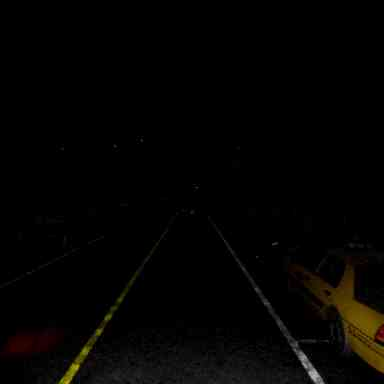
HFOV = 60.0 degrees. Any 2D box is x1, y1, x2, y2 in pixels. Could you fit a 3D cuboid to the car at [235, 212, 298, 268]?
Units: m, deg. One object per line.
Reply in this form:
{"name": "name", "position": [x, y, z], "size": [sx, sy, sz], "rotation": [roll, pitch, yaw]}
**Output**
{"name": "car", "position": [2.762, 1.556, 11.010], "size": [1.947, 1.339, 4.313], "rotation": [0, 0, 0]}

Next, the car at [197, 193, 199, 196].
{"name": "car", "position": [3.039, 1.506, 83.782], "size": [2.008, 1.369, 4.403], "rotation": [0, 0, 1]}

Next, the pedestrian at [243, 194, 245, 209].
{"name": "pedestrian", "position": [6.128, 1.113, 39.048], "size": [0.375, 1.860, 0.375], "rotation": [0, 0, 0]}

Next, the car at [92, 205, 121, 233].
{"name": "car", "position": [-5.764, 1.528, 19.686], "size": [1.887, 1.381, 4.507], "rotation": [0, 0, 0]}

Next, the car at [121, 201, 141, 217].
{"name": "car", "position": [-5.767, 1.527, 30.576], "size": [2.008, 1.369, 4.403], "rotation": [0, 0, 0]}

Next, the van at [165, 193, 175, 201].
{"name": "van", "position": [-5.535, 1.297, 78.343], "size": [1.690, 1.788, 3.998], "rotation": [0, 0, 1]}

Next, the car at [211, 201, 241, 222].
{"name": "car", "position": [2.760, 1.530, 25.581], "size": [2.008, 1.369, 4.403], "rotation": [0, 0, 0]}

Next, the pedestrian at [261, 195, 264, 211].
{"name": "pedestrian", "position": [8.128, 1.219, 38.448], "size": [0.375, 1.860, 0.375], "rotation": [0, 0, 0]}

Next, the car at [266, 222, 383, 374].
{"name": "car", "position": [2.763, 1.520, 5.766], "size": [1.752, 1.417, 4.829], "rotation": [0, 0, 0]}

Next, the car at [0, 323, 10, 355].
{"name": "car", "position": [-3.102, 1.546, 1.618], "size": [2.033, 1.411, 5.357], "rotation": [0, 0, 0]}

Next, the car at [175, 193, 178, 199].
{"name": "car", "position": [-5.437, 1.520, 89.368], "size": [1.947, 1.339, 4.313], "rotation": [0, 0, 1]}

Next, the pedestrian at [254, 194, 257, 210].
{"name": "pedestrian", "position": [7.128, 1.149, 37.848], "size": [0.375, 1.860, 0.375], "rotation": [0, 0, 0]}

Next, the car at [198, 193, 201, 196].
{"name": "car", "position": [2.991, 1.482, 78.439], "size": [1.752, 1.417, 4.829], "rotation": [0, 0, 1]}

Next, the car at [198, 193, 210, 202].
{"name": "car", "position": [2.940, 1.509, 72.757], "size": [2.008, 1.369, 4.403], "rotation": [0, 0, 1]}

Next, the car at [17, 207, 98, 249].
{"name": "car", "position": [-5.764, 1.538, 14.242], "size": [2.008, 1.369, 4.403], "rotation": [0, 0, 0]}
